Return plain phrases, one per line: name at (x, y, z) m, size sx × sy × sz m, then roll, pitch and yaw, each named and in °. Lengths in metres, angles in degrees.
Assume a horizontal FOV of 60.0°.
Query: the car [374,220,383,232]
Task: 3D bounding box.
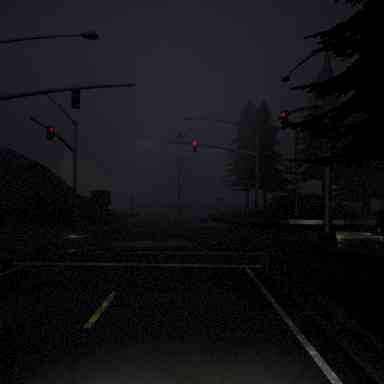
car at (14.214, 1.864, 21.230) m, size 4.553 × 1.767 × 2.097 m, roll 0°, pitch -1°, yaw 0°
